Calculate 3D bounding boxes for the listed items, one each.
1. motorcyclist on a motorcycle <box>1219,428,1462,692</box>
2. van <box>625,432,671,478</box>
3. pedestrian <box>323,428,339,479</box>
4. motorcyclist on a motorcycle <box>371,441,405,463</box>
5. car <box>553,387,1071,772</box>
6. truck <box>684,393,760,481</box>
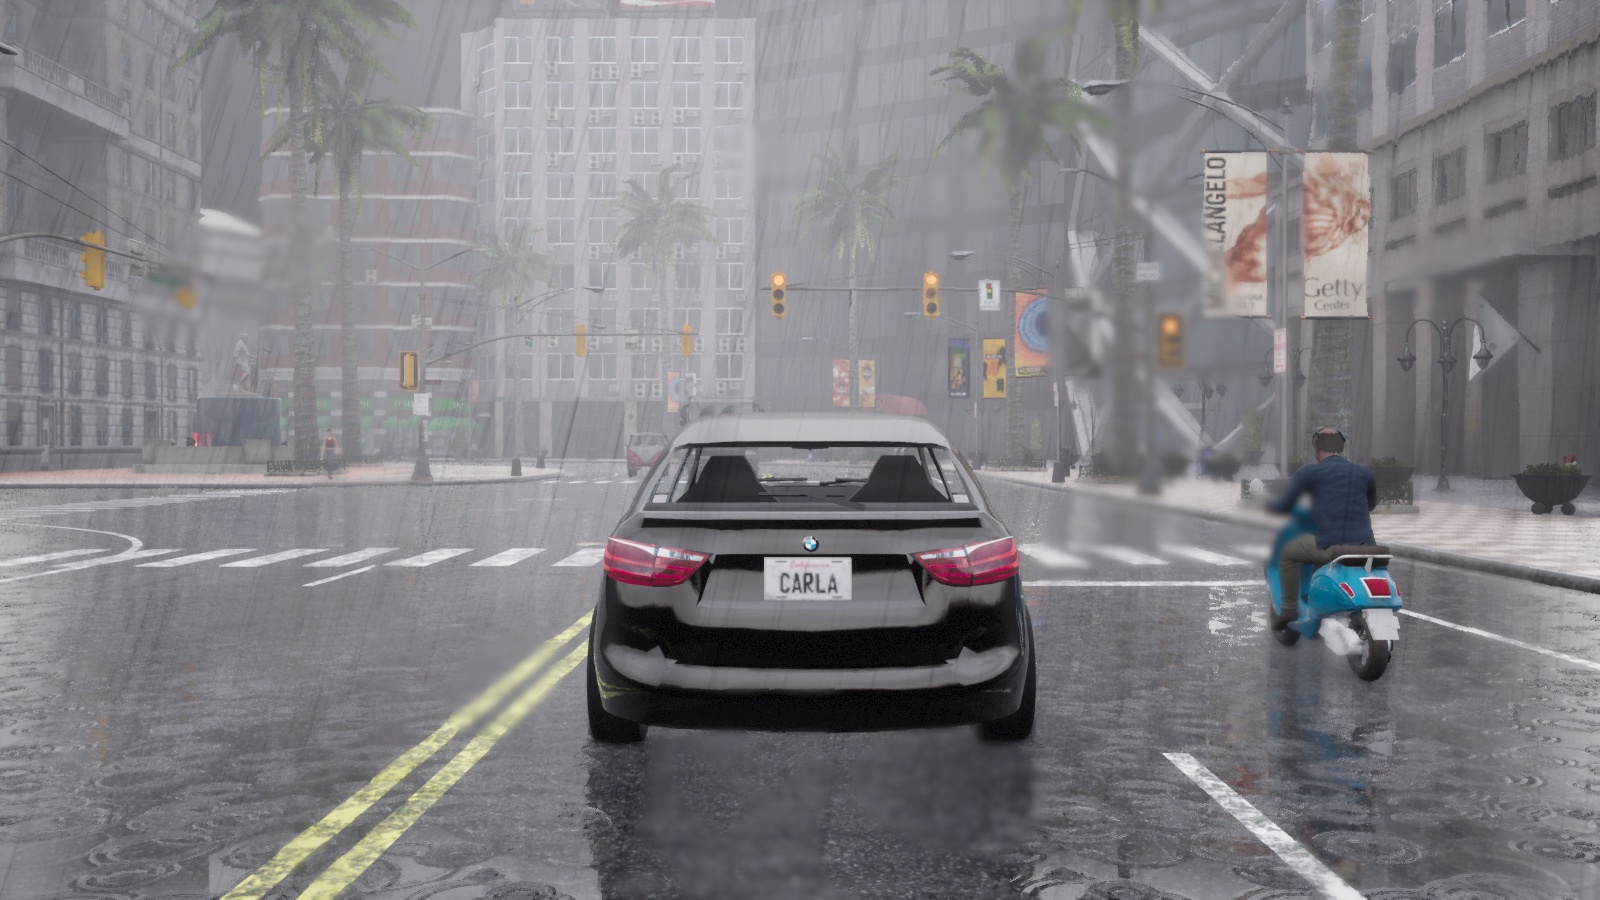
[{"bbox_3d":[3.552,0.655,8.461,0.866,1.590,1.817,0,0,1],"label":"motorcyclist on a motorcycle"},{"bbox_3d":[-6.788,0.172,56.418,1.775,1.987,4.442,0,1,-3],"label":"van"},{"bbox_3d":[-16.878,0.134,45.208,0.345,1.836,0.594,0,0,-1],"label":"pedestrian"},{"bbox_3d":[-30.641,0.145,93.322,2.350,1.649,0.766,0,1,16],"label":"motorcyclist on a motorcycle"},{"bbox_3d":[0.062,0.547,7.745,2.242,1.667,4.611,0,0,0],"label":"car"},{"bbox_3d":[-3.180,-0.539,53.292,2.891,3.462,7.936,0,0,-1],"label":"truck"}]
